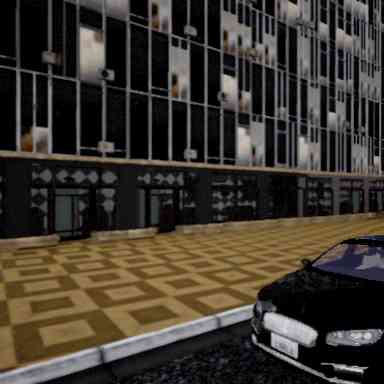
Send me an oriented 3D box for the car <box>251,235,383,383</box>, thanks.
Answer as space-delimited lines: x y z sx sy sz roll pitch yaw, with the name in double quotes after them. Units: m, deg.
3.054 1.501 5.249 4.902 1.511 2.128 0 0 -35 "car"
